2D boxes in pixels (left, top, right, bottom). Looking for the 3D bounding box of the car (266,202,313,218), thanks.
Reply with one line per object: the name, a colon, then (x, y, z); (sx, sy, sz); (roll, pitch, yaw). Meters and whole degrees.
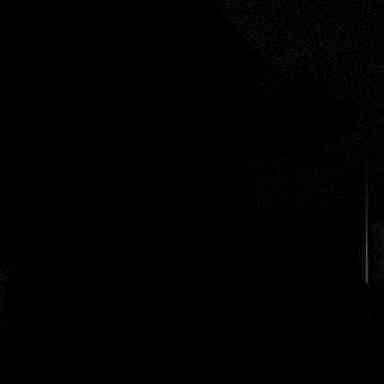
car: (9.622, 1.778, 33.355); (1.882, 1.535, 5.008); (0, -1, -35)
